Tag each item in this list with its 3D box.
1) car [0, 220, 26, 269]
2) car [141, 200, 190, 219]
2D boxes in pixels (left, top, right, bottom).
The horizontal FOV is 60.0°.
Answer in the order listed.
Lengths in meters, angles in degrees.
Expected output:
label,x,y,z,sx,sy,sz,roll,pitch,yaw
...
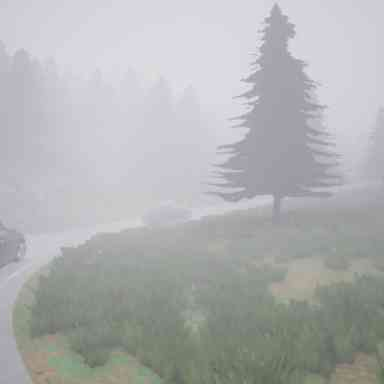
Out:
label,x,y,z,sx,sy,sz,roll,pitch,yaw
car,-6.519,1.482,9.868,2.097,1.767,4.553,1,-1,-14
car,-2.016,1.819,27.536,1.837,1.490,4.892,-2,3,38
